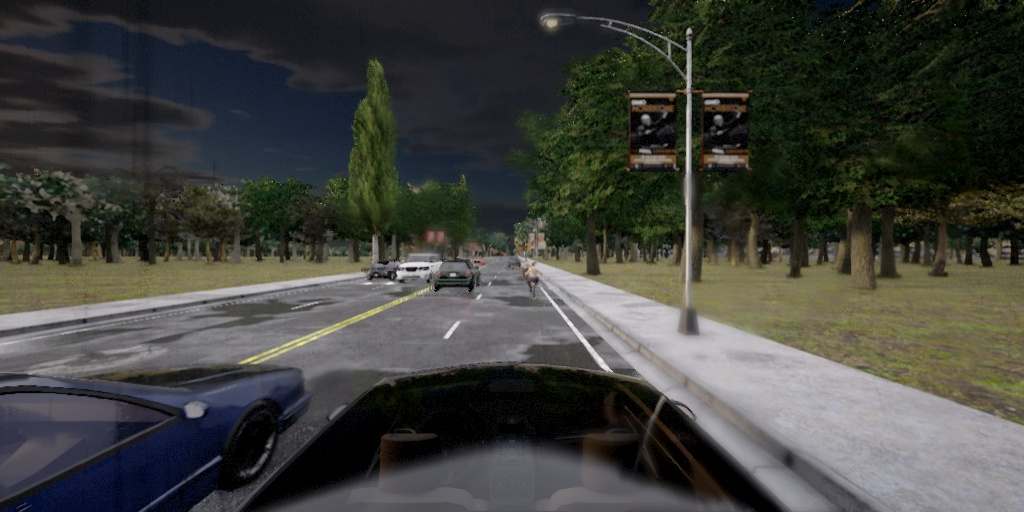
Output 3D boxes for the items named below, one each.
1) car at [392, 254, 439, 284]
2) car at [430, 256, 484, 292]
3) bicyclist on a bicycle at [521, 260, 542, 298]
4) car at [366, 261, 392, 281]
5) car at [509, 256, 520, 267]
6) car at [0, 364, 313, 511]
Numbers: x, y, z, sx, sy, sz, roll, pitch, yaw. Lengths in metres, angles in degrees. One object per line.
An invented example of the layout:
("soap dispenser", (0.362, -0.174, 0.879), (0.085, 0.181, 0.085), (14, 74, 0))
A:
("car", (-6.462, 0.849, 25.763), (2.150, 2.045, 5.566), (0, 0, 0))
("car", (-3.043, 1.003, 20.699), (2.097, 1.767, 4.553), (0, 0, 0))
("bicyclist on a bicycle", (0.997, 1.107, 16.849), (0.866, 1.612, 1.509), (0, 0, 0))
("car", (-9.697, 1.119, 28.042), (1.837, 1.490, 4.892), (0, 0, 0))
("car", (0.427, 0.948, 58.161), (2.128, 1.511, 4.902), (0, 0, 0))
("car", (-3.154, 1.299, 1.502), (2.033, 1.411, 5.357), (0, 0, 0))
